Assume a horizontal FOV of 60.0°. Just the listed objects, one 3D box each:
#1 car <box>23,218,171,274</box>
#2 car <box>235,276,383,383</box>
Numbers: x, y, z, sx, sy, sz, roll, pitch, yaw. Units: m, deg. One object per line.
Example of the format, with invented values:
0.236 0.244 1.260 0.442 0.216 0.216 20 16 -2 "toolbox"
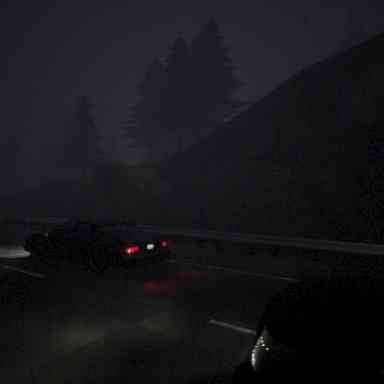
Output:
-3.179 1.542 10.558 5.357 1.411 2.033 0 0 35 "car"
3.005 1.223 1.836 5.566 2.045 2.150 0 0 36 "car"
